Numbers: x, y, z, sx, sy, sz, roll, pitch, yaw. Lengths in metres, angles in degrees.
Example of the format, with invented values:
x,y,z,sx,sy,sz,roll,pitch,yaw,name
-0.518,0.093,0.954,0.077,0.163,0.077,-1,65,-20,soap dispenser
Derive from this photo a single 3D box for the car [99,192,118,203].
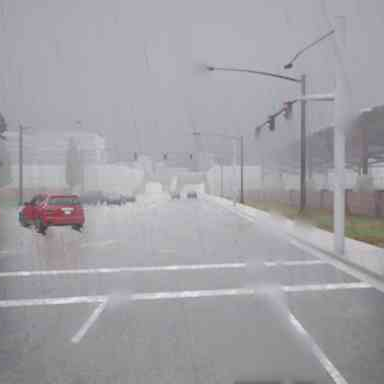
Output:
x,y,z,sx,sy,sz,roll,pitch,yaw,name
-14.015,0.869,56.126,2.097,1.767,4.553,0,1,0,car

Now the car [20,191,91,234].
x,y,z,sx,sy,sz,roll,pitch,yaw,name
-8.063,1.121,18.966,2.150,2.045,5.566,0,0,-40,car

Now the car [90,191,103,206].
x,y,z,sx,sy,sz,roll,pitch,yaw,name
-14.011,0.842,46.673,2.150,2.045,5.566,0,1,0,car

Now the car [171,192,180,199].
x,y,z,sx,sy,sz,roll,pitch,yaw,name
-3.482,0.755,71.861,2.128,1.511,4.902,0,1,0,car

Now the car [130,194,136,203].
x,y,z,sx,sy,sz,roll,pitch,yaw,name
-10.529,1.087,55.449,1.994,1.385,4.181,0,1,0,car

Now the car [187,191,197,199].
x,y,z,sx,sy,sz,roll,pitch,yaw,name
0.018,0.583,71.829,2.097,1.767,4.553,0,1,0,car

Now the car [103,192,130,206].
x,y,z,sx,sy,sz,roll,pitch,yaw,name
-10.520,1.098,46.456,1.882,1.535,5.008,0,1,1,car
